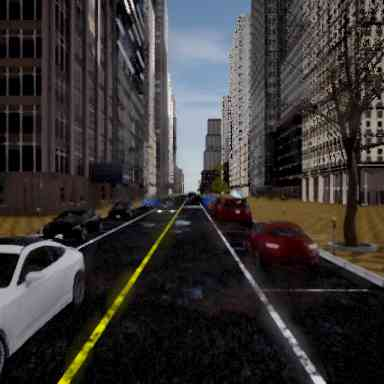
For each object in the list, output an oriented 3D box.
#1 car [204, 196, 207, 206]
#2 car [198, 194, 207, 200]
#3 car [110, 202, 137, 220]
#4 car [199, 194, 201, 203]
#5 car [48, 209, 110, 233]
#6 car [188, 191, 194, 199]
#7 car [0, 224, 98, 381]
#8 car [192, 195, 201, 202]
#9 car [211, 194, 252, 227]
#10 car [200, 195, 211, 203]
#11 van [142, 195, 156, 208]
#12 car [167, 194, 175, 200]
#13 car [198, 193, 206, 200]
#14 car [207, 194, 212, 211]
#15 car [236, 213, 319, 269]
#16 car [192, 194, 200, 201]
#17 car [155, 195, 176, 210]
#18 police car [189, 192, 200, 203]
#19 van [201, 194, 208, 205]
[{"bbox_3d":[2.696,1.427,39.325,1.752,1.417,4.829,0,0,0],"label":"car"},{"bbox_3d":[2.693,1.346,84.667,2.008,1.369,4.403,0,0,0],"label":"car"},{"bbox_3d":[-5.685,1.495,27.797,1.947,1.339,4.313,0,0,0],"label":"car"},{"bbox_3d":[2.695,1.412,56.222,2.008,1.369,4.403,0,0,0],"label":"car"},{"bbox_3d":[-5.685,1.524,16.418,1.947,1.339,4.313,0,0,0],"label":"car"},{"bbox_3d":[-0.003,0.861,95.322,2.150,2.045,5.566,0,0,0],"label":"car"},{"bbox_3d":[-3.094,1.512,5.200,1.812,1.442,4.674,0,0,0],"label":"car"},{"bbox_3d":[0.897,1.329,72.170,1.837,1.490,4.892,0,0,0],"label":"car"},{"bbox_3d":[2.698,1.260,22.088,2.192,1.841,5.009,0,0,0],"label":"car"},{"bbox_3d":[2.694,1.385,67.600,2.008,1.369,4.403,0,0,0],"label":"car"},{"bbox_3d":[-5.683,1.228,44.864,1.690,1.788,3.998,0,0,0],"label":"van"},{"bbox_3d":[-5.687,1.332,90.378,2.008,1.369,4.403,0,0,0],"label":"car"},{"bbox_3d":[2.694,1.223,90.355,1.967,1.590,4.097,0,0,0],"label":"car"},{"bbox_3d":[2.698,1.245,27.777,2.192,1.841,5.009,0,0,0],"label":"car"},{"bbox_3d":[2.696,1.555,10.711,1.802,1.307,4.206,0,0,0],"label":"car"},{"bbox_3d":[0.897,1.315,78.170,1.837,1.490,4.892,0,0,0],"label":"car"},{"bbox_3d":[-3.090,1.423,40.795,1.812,1.442,4.674,0,0,0],"label":"car"},{"bbox_3d":[0.898,1.272,62.279,1.930,1.638,5.238,0,0,0],"label":"police car"},{"bbox_3d":[2.697,1.215,50.533,1.690,1.788,3.998,0,0,0],"label":"van"}]
